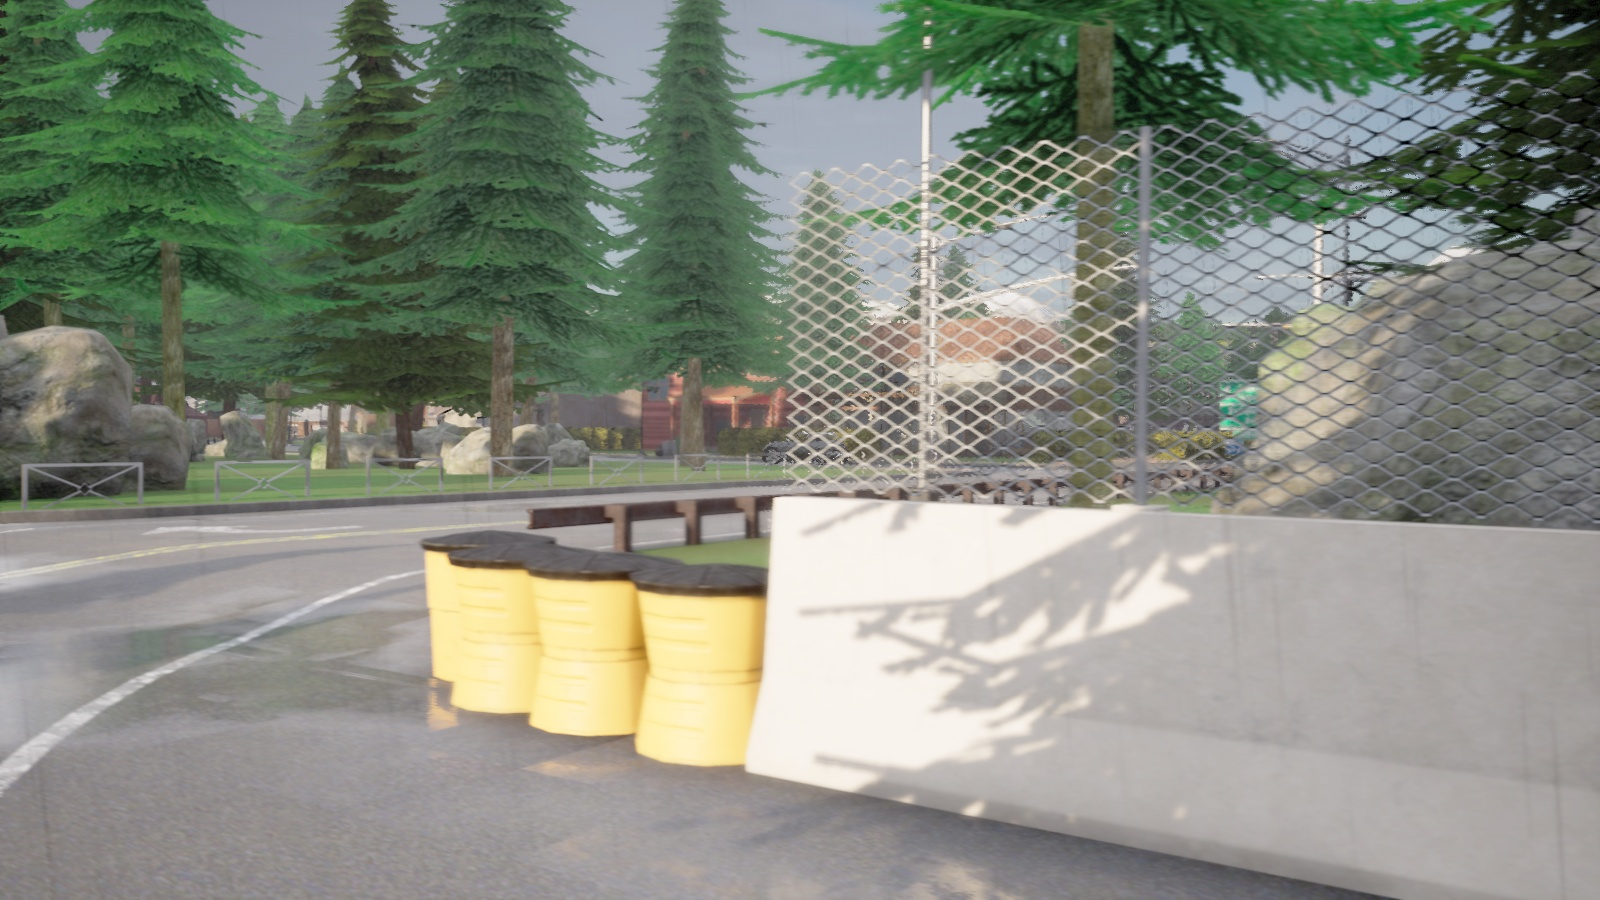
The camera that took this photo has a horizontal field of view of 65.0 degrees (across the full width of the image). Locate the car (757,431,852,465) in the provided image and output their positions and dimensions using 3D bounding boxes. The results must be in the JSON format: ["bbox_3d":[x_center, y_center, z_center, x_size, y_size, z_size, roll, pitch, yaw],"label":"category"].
[{"bbox_3d":[0.200,-0.107,56.320,3.806,1.475,1.970,0,1,34],"label":"car"}]
